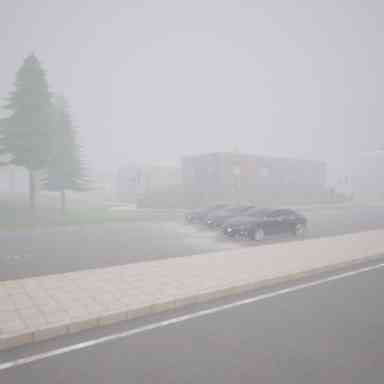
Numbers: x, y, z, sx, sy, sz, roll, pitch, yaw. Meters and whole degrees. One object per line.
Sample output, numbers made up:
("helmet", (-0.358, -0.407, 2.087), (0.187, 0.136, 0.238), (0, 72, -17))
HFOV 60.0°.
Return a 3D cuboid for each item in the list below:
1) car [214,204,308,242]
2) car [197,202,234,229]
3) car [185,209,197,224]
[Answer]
("car", (3.671, 1.484, 16.399), (4.892, 1.490, 1.837), (0, 0, -35))
("car", (2.946, 1.482, 20.168), (4.892, 1.490, 1.837), (1, 0, -35))
("car", (1.798, 1.479, 23.639), (4.892, 1.490, 1.837), (0, 0, -35))
